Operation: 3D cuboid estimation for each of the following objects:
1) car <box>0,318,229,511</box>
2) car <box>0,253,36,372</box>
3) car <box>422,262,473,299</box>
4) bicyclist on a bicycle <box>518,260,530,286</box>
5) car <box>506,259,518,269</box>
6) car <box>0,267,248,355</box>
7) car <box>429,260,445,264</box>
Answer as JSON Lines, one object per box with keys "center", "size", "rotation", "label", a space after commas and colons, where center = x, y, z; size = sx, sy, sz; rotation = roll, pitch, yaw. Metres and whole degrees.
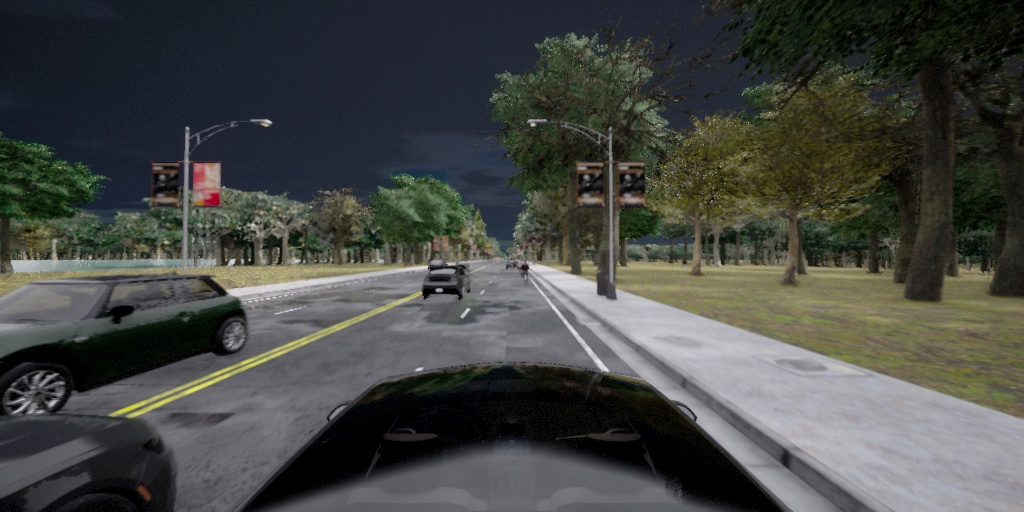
{"center": [-3.150, 1.255, 0.359], "size": [1.837, 1.490, 4.892], "rotation": [0, 0, 0], "label": "car"}
{"center": [-9.848, 0.970, 3.827], "size": [2.150, 2.045, 5.566], "rotation": [0, 0, 0], "label": "car"}
{"center": [-3.155, 1.251, 17.966], "size": [1.837, 1.490, 4.892], "rotation": [0, 0, 0], "label": "car"}
{"center": [0.888, 1.115, 23.830], "size": [0.659, 1.776, 1.843], "rotation": [0, 0, 0], "label": "bicyclist on a bicycle"}
{"center": [0.056, 1.249, 56.016], "size": [1.812, 1.442, 4.674], "rotation": [0, 0, 0], "label": "car"}
{"center": [-6.599, 1.101, 5.602], "size": [2.097, 1.767, 4.553], "rotation": [0, 0, 0], "label": "car"}
{"center": [-9.833, 1.206, 47.397], "size": [1.882, 1.535, 5.008], "rotation": [0, 0, 0], "label": "car"}
